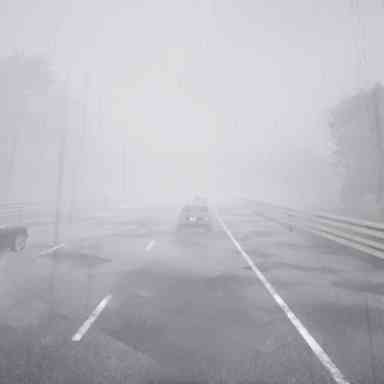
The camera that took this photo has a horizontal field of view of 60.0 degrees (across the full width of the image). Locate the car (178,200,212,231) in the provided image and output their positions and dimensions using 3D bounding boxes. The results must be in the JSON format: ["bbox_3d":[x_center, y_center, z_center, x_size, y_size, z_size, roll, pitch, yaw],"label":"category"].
[{"bbox_3d":[0.172,1.395,19.164,2.033,1.411,5.357,0,0,1],"label":"car"}]

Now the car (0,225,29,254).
[{"bbox_3d":[-6.970,1.488,10.172,1.895,1.301,4.718,0,0,1],"label":"car"}]

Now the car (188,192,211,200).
[{"bbox_3d":[1.044,1.172,42.102,2.128,1.511,4.902,0,0,3],"label":"car"}]
